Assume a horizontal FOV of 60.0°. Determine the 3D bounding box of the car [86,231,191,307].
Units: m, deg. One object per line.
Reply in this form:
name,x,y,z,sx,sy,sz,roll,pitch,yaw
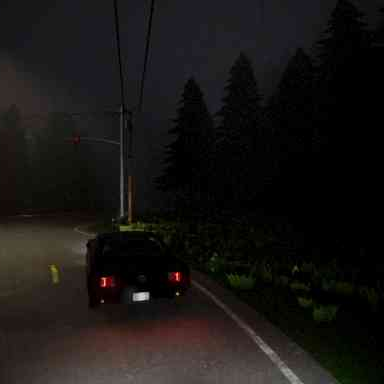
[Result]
car,-1.598,1.601,8.124,1.895,1.301,4.718,0,0,-18
